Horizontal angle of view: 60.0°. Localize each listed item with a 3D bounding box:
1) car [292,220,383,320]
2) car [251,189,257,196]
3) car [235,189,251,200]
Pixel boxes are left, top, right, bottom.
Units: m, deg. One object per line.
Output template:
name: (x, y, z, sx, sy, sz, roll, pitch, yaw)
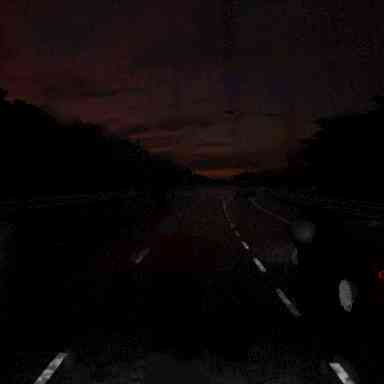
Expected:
car: (3.608, 1.325, 7.097, 1.882, 1.535, 5.008, 0, 1, 1)
car: (12.587, 0.075, 71.161, 2.033, 1.411, 5.357, 0, 1, 18)
car: (7.730, 0.469, 51.948, 2.033, 1.411, 5.357, 0, 1, 12)
